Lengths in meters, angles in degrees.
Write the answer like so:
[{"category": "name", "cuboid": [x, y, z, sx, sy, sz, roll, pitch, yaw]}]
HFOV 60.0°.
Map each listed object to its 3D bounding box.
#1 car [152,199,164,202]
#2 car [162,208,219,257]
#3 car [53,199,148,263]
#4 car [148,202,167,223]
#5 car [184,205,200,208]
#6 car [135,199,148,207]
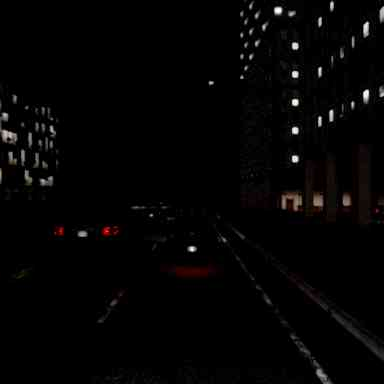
[{"category": "car", "cuboid": [-6.525, 2.110, 64.525, 1.837, 1.490, 4.892, 0, 0, 1]}, {"category": "car", "cuboid": [0.019, 1.642, 13.489, 1.837, 1.490, 4.892, 0, 0, 0]}, {"category": "car", "cuboid": [-3.241, 1.351, 12.559, 2.150, 2.045, 5.566, 0, 0, 0]}, {"category": "car", "cuboid": [-3.229, 1.844, 28.517, 1.994, 1.385, 4.181, 0, 0, 0]}, {"category": "car", "cuboid": [0.009, 1.818, 27.496, 2.033, 1.411, 5.357, 0, -1, 0]}, {"category": "car", "cuboid": [-9.771, 2.109, 64.510, 1.837, 1.490, 4.892, 0, 0, 1]}]
